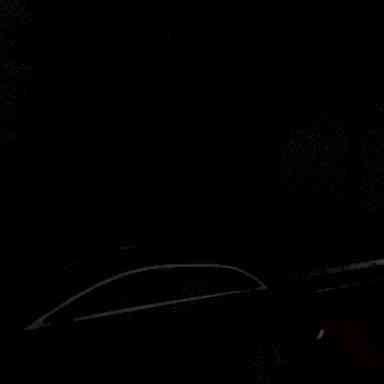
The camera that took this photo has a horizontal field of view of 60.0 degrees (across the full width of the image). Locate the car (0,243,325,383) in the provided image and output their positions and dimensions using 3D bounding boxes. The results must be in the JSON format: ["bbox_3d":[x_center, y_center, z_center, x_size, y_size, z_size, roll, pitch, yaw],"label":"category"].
[{"bbox_3d":[-0.761,1.442,3.992,4.902,1.511,2.128,0,1,-21],"label":"car"}]
